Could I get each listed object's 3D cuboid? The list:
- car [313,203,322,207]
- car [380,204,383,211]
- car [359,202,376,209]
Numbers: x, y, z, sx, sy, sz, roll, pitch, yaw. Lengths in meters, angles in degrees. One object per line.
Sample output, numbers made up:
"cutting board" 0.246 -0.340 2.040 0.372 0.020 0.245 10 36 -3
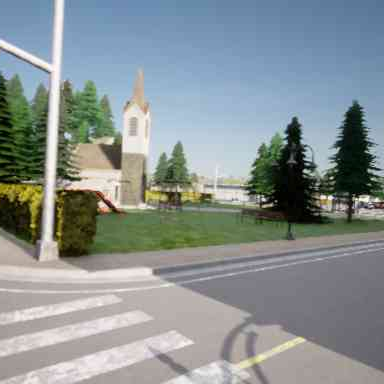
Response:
"car" 29.904 2.883 83.017 2.152 1.636 5.027 3 0 -40
"car" 41.719 3.570 68.582 1.970 1.475 3.806 3 0 -40
"car" 43.899 3.613 84.703 1.845 1.501 3.633 3 0 -40
